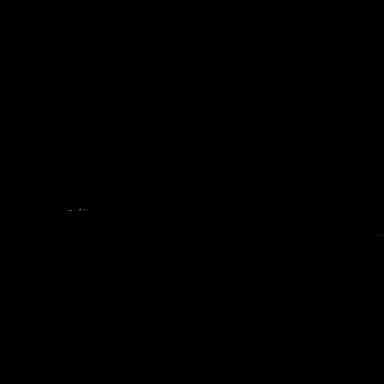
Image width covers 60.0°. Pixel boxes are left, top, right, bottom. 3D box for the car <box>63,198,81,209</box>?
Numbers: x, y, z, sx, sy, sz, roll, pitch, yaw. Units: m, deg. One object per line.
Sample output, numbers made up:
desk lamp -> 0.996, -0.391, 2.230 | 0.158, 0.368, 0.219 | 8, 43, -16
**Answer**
car -> -17.263, 1.685, 48.250 | 1.837, 1.490, 4.892 | 0, 0, -35
